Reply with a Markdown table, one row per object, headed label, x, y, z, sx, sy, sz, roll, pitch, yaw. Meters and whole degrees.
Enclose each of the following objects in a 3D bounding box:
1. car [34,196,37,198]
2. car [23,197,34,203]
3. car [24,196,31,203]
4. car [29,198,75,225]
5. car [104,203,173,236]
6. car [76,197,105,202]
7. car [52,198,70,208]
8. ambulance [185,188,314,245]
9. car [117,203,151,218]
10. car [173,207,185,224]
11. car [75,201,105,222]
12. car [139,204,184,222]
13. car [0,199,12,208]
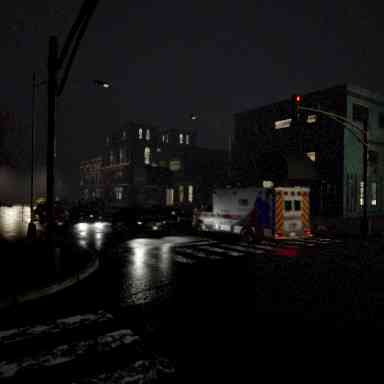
| label | x | y | z | sx | sy | sz | roll | pitch | yaw |
| --- | --- | --- | --- | --- | --- | --- | --- | --- | --- |
| car | -31.988 | 1.945 | 70.585 | 1.752 | 1.417 | 4.829 | 1 | -1 | -35 |
| car | -41.380 | 2.051 | 84.131 | 2.008 | 1.369 | 4.403 | 1 | -1 | -35 |
| car | -38.216 | 1.788 | 79.571 | 2.192 | 1.841 | 5.009 | 1 | -1 | -35 |
| car | -10.416 | 1.492 | 24.542 | 1.967 | 1.590 | 4.097 | 1 | -1 | -35 |
| car | -3.156 | 1.578 | 18.890 | 1.812 | 1.442 | 4.674 | 1 | -1 | -33 |
| car | -12.844 | 1.574 | 43.127 | 2.192 | 1.841 | 5.009 | 1 | -1 | -35 |
| car | -22.402 | 1.778 | 56.761 | 1.967 | 1.590 | 4.097 | 1 | -1 | -35 |
| ambulance | 2.519 | 1.102 | 16.101 | 2.351 | 2.431 | 6.366 | 1 | -1 | -35 |
| car | -5.837 | 1.783 | 33.096 | 1.802 | 1.307 | 4.206 | 1 | -1 | -35 |
| car | 0.409 | 1.701 | 24.088 | 2.008 | 1.369 | 4.403 | 1 | -1 | -35 |
| car | -8.805 | 1.662 | 26.993 | 1.994 | 1.385 | 4.181 | 1 | -1 | -35 |
| car | -2.714 | 1.741 | 28.593 | 1.947 | 1.339 | 4.313 | 1 | -1 | -35 |
| car | -29.191 | 1.738 | 51.845 | 1.752 | 1.417 | 4.829 | 1 | -1 | -35 |
